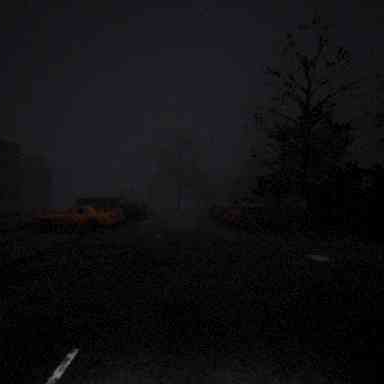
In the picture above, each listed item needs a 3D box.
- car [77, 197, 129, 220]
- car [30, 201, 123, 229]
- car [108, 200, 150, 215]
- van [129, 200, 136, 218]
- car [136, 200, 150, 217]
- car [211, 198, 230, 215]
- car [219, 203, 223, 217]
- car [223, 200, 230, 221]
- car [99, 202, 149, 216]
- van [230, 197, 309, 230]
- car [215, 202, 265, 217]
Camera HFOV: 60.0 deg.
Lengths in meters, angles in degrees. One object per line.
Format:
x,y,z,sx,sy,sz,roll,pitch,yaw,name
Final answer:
-7.273,1.461,24.351,4.553,1.767,2.185,0,-1,0,car
-7.474,1.545,21.431,5.366,1.575,1.946,0,-1,0,car
-7.386,1.799,39.529,4.553,1.767,2.185,0,-2,-1,car
-7.204,1.414,27.390,4.442,1.987,1.878,0,-1,0,van
-7.330,1.517,33.581,5.566,2.045,2.435,0,-1,0,car
4.896,1.488,32.023,5.566,2.045,2.435,0,-2,-1,car
5.140,1.625,26.302,5.366,1.575,1.946,0,-1,0,car
5.153,1.582,23.642,5.366,1.575,1.946,0,-1,0,car
-7.383,1.844,36.491,5.008,1.535,2.097,0,-2,-1,car
4.865,1.322,20.849,4.442,1.987,1.878,0,-1,0,van
4.891,1.809,34.808,4.892,1.521,2.231,0,-2,-1,car
